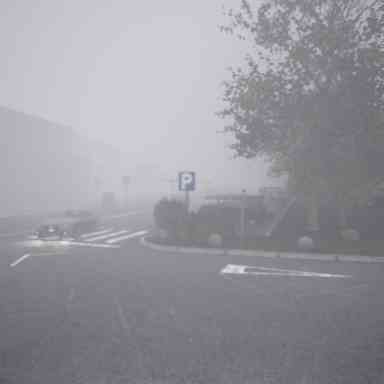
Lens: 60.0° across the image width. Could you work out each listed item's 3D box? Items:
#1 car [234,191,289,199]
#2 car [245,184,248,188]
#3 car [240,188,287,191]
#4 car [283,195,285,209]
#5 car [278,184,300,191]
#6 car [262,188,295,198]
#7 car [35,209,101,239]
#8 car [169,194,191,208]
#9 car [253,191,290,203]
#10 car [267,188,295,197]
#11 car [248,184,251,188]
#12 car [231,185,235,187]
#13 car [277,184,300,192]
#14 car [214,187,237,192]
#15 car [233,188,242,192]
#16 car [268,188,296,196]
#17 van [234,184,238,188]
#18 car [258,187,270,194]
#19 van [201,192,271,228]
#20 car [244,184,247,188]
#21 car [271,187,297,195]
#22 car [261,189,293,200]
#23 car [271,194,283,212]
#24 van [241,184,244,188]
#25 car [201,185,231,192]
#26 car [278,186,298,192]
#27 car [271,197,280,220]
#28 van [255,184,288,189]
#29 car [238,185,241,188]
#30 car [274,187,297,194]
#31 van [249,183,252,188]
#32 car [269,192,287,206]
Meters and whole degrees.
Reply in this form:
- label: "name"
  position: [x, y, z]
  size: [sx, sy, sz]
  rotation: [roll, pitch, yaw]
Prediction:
- label: "car"
  position: [7.152, 0.966, 34.390]
  size: [5.008, 1.535, 2.097]
  rotation: [0, 2, 19]
- label: "car"
  position: [11.735, -0.700, 87.883]
  size: [4.674, 1.452, 2.002]
  rotation: [0, 2, 19]
- label: "car"
  position: [8.079, 0.751, 37.001]
  size: [4.553, 1.767, 2.185]
  rotation: [0, 2, 19]
- label: "car"
  position: [5.368, 1.176, 29.139]
  size: [4.792, 1.488, 2.163]
  rotation: [0, 2, 19]
- label: "car"
  position: [26.146, -1.206, 89.461]
  size: [5.566, 2.045, 2.435]
  rotation: [0, 2, 19]
- label: "car"
  position: [15.102, 0.163, 58.060]
  size: [5.366, 1.575, 1.946]
  rotation: [0, 2, 19]
- label: "car"
  position: [-6.537, 1.632, 17.951]
  size: [1.994, 1.385, 4.181]
  rotation: [0, 1, 7]
- label: "car"
  position: [-1.574, 1.041, 34.968]
  size: [2.128, 1.511, 4.902]
  rotation: [0, 2, 19]
- label: "car"
  position: [10.758, 0.649, 44.888]
  size: [4.674, 1.452, 2.002]
  rotation: [0, 2, 19]
- label: "car"
  position: [16.209, 0.107, 60.613]
  size: [4.792, 1.488, 2.163]
  rotation: [0, 2, 19]
- label: "car"
  position: [12.655, -0.843, 90.527]
  size: [4.892, 1.521, 2.231]
  rotation: [0, 2, 19]
- label: "car"
  position: [6.263, -0.140, 71.980]
  size: [4.674, 1.452, 2.002]
  rotation: [0, 2, 19]
- label: "car"
  position: [25.188, -1.101, 86.856]
  size: [5.566, 2.045, 2.435]
  rotation: [0, 2, 19]
- label: "car"
  position: [5.595, 0.332, 55.494]
  size: [1.882, 1.535, 5.008]
  rotation: [0, 2, 19]
- label: "car"
  position: [8.333, 0.499, 53.146]
  size: [1.895, 1.301, 4.718]
  rotation: [0, 2, 19]
- label: "car"
  position: [17.091, -0.010, 63.242]
  size: [4.892, 1.521, 2.231]
  rotation: [0, 2, 19]
- label: "van"
  position: [7.281, -0.495, 74.584]
  size: [4.442, 1.987, 1.878]
  rotation: [0, 2, 19]
- label: "car"
  position: [17.171, -0.455, 79.110]
  size: [2.128, 1.511, 4.902]
  rotation: [0, 2, 19]
- label: "van"
  position: [2.517, 1.193, 21.312]
  size: [4.442, 1.987, 1.878]
  rotation: [0, 2, 19]
- label: "car"
  position: [10.851, -0.609, 85.219]
  size: [4.792, 1.488, 2.163]
  rotation: [0, 2, 19]
- label: "car"
  position: [18.897, -0.189, 68.489]
  size: [5.008, 1.535, 2.097]
  rotation: [0, 2, 19]
- label: "car"
  position: [13.444, 0.372, 52.763]
  size: [4.792, 1.488, 2.163]
  rotation: [0, 2, 19]
- label: "car"
  position: [4.261, 1.234, 26.587]
  size: [5.366, 1.575, 1.946]
  rotation: [0, 2, 19]
- label: "van"
  position: [10.018, -0.770, 82.533]
  size: [4.442, 1.987, 1.878]
  rotation: [0, 2, 19]
- label: "car"
  position: [4.406, -0.253, 66.683]
  size: [5.566, 2.045, 2.435]
  rotation: [0, 2, 19]
- label: "car"
  position: [24.342, -0.717, 84.226]
  size: [4.792, 1.488, 2.163]
  rotation: [0, 2, 19]
- label: "car"
  position: [3.561, 1.357, 23.893]
  size: [4.792, 1.488, 2.163]
  rotation: [0, 2, 19]
- label: "van"
  position: [11.772, 0.295, 47.463]
  size: [4.442, 1.987, 1.878]
  rotation: [0, 2, 19]
- label: "car"
  position: [8.080, -0.359, 77.280]
  size: [5.008, 1.535, 2.097]
  rotation: [0, 2, 19]
- label: "car"
  position: [20.693, -0.364, 73.738]
  size: [4.892, 1.521, 2.231]
  rotation: [0, 2, 19]
- label: "van"
  position: [13.670, -1.175, 93.135]
  size: [4.442, 1.987, 1.878]
  rotation: [0, 2, 19]
- label: "car"
  position: [6.238, 1.058, 31.772]
  size: [4.892, 1.521, 2.231]
  rotation: [0, 2, 19]
